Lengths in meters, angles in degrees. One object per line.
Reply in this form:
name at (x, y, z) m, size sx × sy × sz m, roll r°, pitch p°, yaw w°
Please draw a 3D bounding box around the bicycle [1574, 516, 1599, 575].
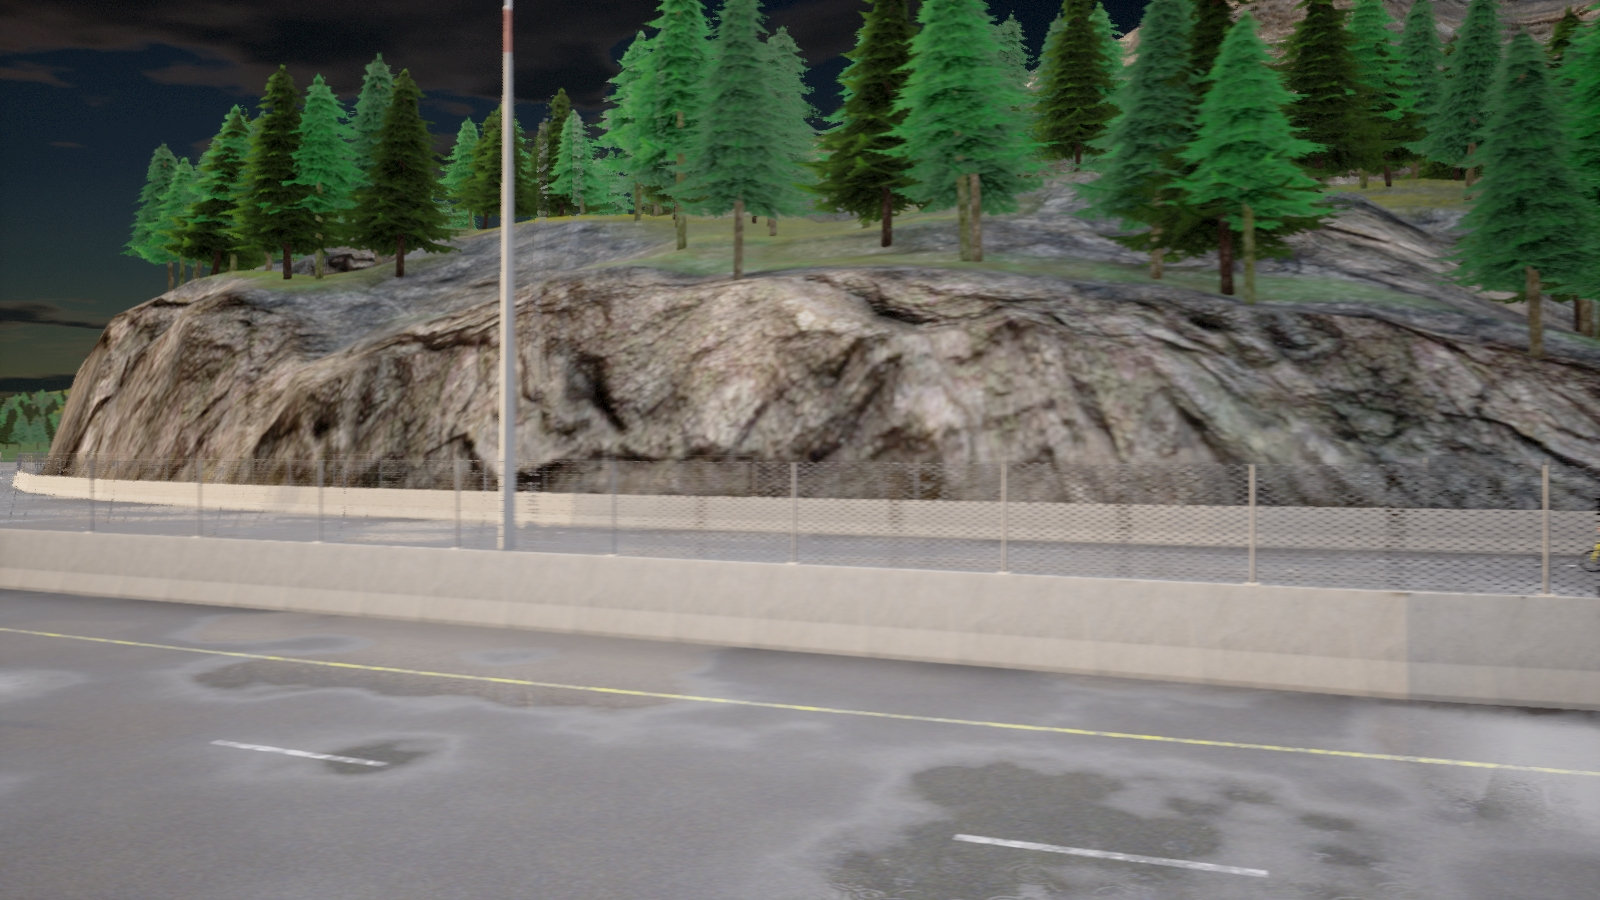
bicycle at (18.801, 2.192, 26.274) m, size 1.487 × 1.295 × 0.859 m, roll 0°, pitch 0°, yaw 18°
